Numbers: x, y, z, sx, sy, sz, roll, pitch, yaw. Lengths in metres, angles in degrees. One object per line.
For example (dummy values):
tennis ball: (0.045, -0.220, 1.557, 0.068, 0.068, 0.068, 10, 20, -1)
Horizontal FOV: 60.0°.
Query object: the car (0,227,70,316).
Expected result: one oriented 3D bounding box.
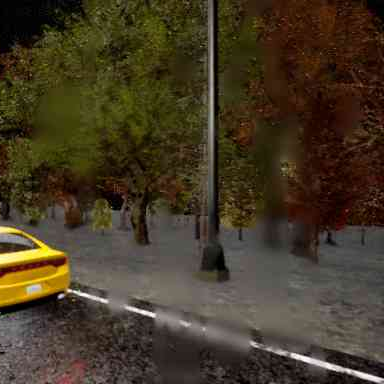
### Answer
car: (-4.675, 1.477, 7.054, 5.008, 1.535, 1.882, 0, 0, 36)
